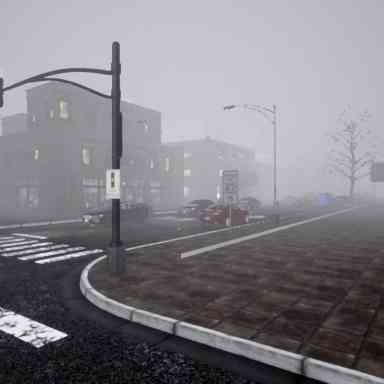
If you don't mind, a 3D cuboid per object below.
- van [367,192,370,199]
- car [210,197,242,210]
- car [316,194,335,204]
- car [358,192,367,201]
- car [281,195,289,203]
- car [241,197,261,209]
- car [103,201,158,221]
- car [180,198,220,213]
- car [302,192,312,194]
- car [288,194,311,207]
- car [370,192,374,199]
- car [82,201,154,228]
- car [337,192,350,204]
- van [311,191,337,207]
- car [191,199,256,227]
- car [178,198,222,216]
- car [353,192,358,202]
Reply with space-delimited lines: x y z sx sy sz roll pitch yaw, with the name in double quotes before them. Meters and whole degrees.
"van" 36.020 0.805 70.490 1.690 1.788 3.998 0 1 35
"car" 4.016 1.333 38.862 1.947 1.339 4.313 0 1 35
"car" 22.147 1.079 54.971 1.882 1.535 5.008 0 0 34
"car" 32.882 0.939 65.942 1.967 1.590 4.097 0 1 35
"car" 16.569 1.201 57.056 1.802 1.307 4.206 0 1 35
"car" 6.264 1.287 37.556 1.812 1.442 4.674 0 0 35
"car" -4.723 1.452 26.195 1.802 1.307 4.206 0 1 35
"car" 0.878 1.355 34.314 2.008 1.369 4.403 0 1 35
"car" 22.845 0.862 66.152 2.192 1.841 5.009 0 1 35
"car" 14.879 1.287 44.423 1.895 1.301 4.718 0 0 35
"car" 39.158 0.973 75.040 1.887 1.381 4.507 0 1 35
"car" -4.801 1.384 21.531 2.128 1.511 4.902 0 0 35
"car" 23.467 1.173 52.297 1.947 1.339 4.313 0 1 35
"van" 17.191 1.021 43.198 1.690 1.788 3.998 0 1 35
"car" 2.175 1.403 21.436 1.887 1.381 4.507 0 1 35
"car" 0.701 1.353 29.499 1.812 1.442 4.674 0 0 35
"car" 26.605 1.116 56.846 1.887 1.381 4.507 0 1 35
